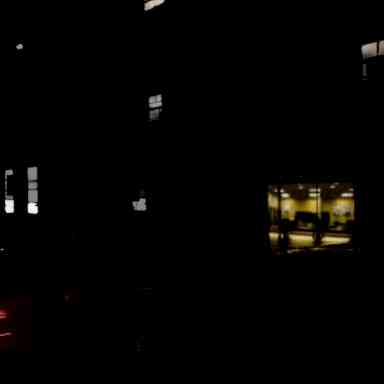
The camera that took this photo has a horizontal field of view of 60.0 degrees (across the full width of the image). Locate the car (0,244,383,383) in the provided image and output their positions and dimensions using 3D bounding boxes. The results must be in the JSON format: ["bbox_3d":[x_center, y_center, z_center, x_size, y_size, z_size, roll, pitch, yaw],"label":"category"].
[{"bbox_3d":[0.922,1.316,2.239,5.009,1.841,2.192,0,-1,35],"label":"car"}]
